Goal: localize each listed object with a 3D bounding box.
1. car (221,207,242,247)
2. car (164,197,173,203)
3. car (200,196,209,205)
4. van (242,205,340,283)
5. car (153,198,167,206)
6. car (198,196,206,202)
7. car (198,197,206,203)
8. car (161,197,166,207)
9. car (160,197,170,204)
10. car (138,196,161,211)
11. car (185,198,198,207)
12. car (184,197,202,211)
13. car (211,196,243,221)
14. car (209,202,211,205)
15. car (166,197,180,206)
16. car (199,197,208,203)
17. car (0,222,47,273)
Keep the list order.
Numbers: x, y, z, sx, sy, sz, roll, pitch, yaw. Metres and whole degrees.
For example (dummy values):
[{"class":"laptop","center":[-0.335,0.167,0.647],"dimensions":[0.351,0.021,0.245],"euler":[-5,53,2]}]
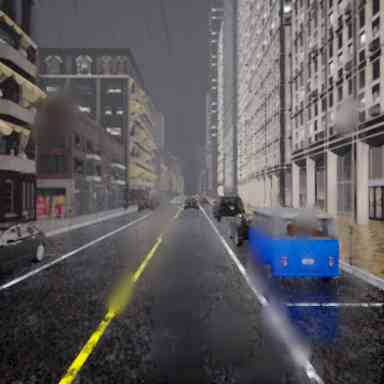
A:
[{"class":"car","center":[2.669,1.609,15.181],"dimensions":[2.008,1.369,4.403],"euler":[0,0,0]},{"class":"car","center":[-5.815,1.918,82.951],"dimensions":[1.887,1.381,4.507],"euler":[0,0,0]},{"class":"car","center":[2.591,1.865,66.017],"dimensions":[1.802,1.307,4.206],"euler":[0,0,0]},{"class":"van","center":[2.678,1.377,9.533],"dimensions":[1.690,1.788,3.998],"euler":[0,0,0]},{"class":"car","center":[-5.780,1.813,60.356],"dimensions":[2.008,1.369,4.403],"euler":[0,0,0]},{"class":"car","center":[2.556,1.837,88.612],"dimensions":[1.967,1.590,4.097],"euler":[0,0,0]},{"class":"car","center":[2.565,1.949,82.963],"dimensions":[1.802,1.307,4.206],"euler":[0,0,0]},{"class":"car","center":[-5.772,1.802,54.708],"dimensions":[1.947,1.339,4.313],"euler":[0,0,0]},{"class":"car","center":[-5.798,1.841,71.483],"dimensions":[1.752,1.417,4.829],"euler":[0,0,0]},{"class":"car","center":[-5.755,1.500,43.412],"dimensions":[2.192,1.841,5.009],"euler":[0,0,0]},{"class":"car","center":[-0.083,1.710,56.516],"dimensions":[1.994,1.385,4.181],"euler":[0,0,0]},{"class":"car","center":[-0.064,1.639,43.471],"dimensions":[2.033,1.411,5.357],"euler":[0,0,0]},{"class":"car","center":[3.065,1.340,28.122],"dimensions":[2.150,2.045,5.566],"euler":[0,0,0]},{"class":"car","center":[3.094,1.647,35.091],"dimensions":[1.837,1.490,4.892],"euler":[0,0,0]},{"class":"car","center":[-3.124,1.858,59.697],"dimensions":[1.895,1.301,4.718],"euler":[0,0,0]},{"class":"car","center":[2.574,1.905,77.314],"dimensions":[1.947,1.339,4.313],"euler":[0,0,0]},{"class":"car","center":[-5.702,1.593,9.520],"dimensions":[2.008,1.369,4.403],"euler":[0,0,0]}]
